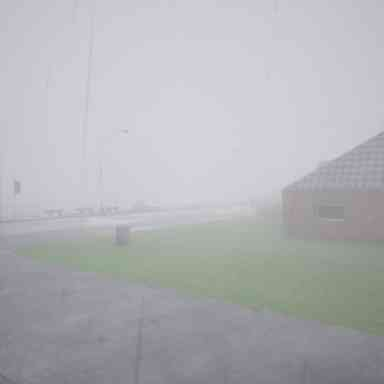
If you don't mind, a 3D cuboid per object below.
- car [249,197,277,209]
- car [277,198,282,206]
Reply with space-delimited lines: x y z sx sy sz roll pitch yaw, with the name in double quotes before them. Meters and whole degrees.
"car" 9.770 1.511 46.813 1.837 1.490 4.892 0 0 36
"car" 15.684 1.554 55.184 2.033 1.411 5.357 0 0 35
